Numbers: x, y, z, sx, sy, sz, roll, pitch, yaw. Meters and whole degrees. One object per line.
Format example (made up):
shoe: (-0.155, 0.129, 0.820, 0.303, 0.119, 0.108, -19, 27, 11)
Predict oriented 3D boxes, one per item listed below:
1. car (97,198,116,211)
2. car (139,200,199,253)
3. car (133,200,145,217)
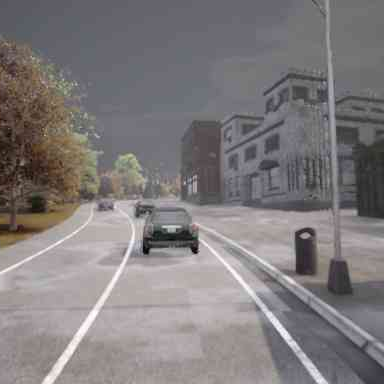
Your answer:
car: (-10.389, 1.486, 40.199, 1.837, 1.490, 4.892, 1, 0, -16)
car: (-0.993, 1.406, 14.085, 2.097, 1.767, 4.553, 0, 0, -7)
car: (-4.622, 1.592, 32.281, 1.837, 1.490, 4.892, 1, 0, -15)
